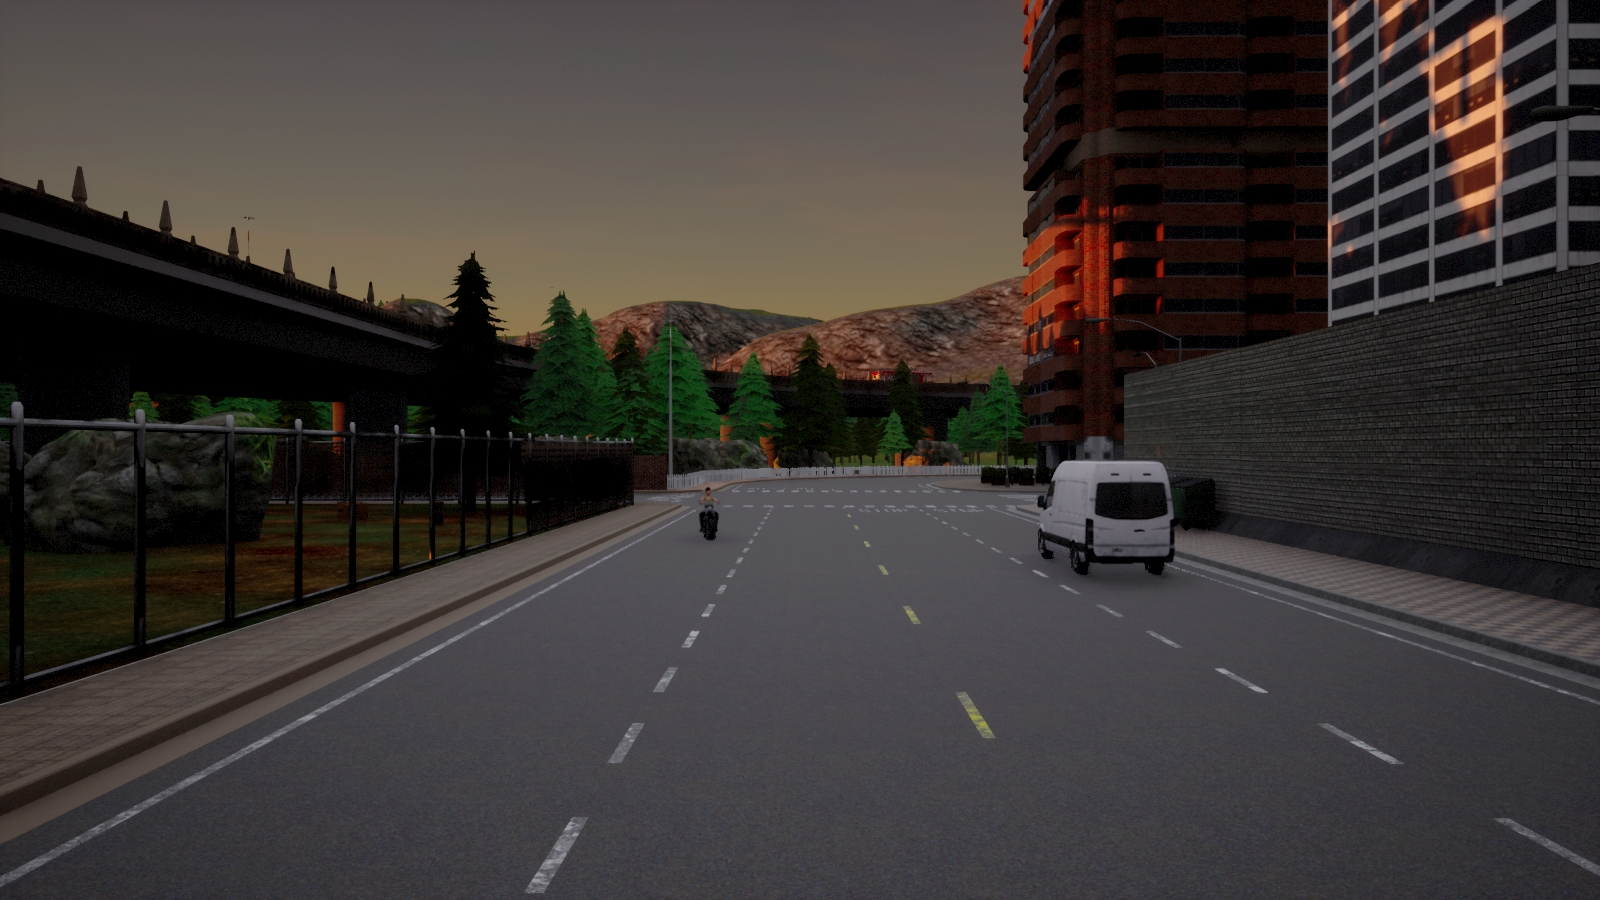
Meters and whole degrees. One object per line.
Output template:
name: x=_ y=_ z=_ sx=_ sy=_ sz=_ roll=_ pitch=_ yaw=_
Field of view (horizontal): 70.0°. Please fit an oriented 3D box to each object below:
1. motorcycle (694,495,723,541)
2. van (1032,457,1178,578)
motorcycle: x=-2.877 y=2.099 z=35.809 sx=0.764 sy=1.307 sz=2.356 roll=1 pitch=0 yaw=-8
van: x=7.192 y=1.479 z=27.630 sx=1.988 sy=2.561 sz=5.915 roll=0 pitch=0 yaw=0
